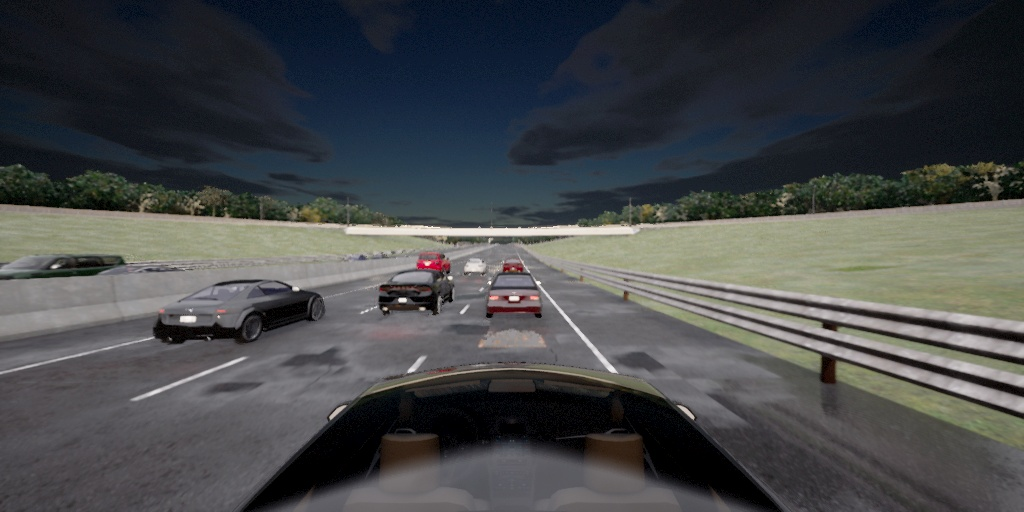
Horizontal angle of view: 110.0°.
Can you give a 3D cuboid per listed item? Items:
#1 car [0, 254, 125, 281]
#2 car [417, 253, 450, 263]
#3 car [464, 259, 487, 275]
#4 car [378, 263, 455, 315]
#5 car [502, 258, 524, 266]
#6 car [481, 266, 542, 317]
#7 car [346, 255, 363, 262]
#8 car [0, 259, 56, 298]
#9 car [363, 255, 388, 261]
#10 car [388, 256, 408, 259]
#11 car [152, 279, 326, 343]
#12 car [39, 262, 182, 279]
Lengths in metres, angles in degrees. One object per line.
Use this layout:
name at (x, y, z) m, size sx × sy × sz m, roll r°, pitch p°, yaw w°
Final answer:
car at (-21.095, 0.930, 16.550) m, size 2.150 × 2.045 × 5.566 m, roll 0°, pitch 0°, yaw 0°
car at (-6.891, 0.725, 31.794) m, size 2.150 × 2.045 × 5.566 m, roll 0°, pitch 1°, yaw 0°
car at (-3.390, 0.992, 33.840) m, size 1.812 × 1.442 × 4.674 m, roll 0°, pitch 1°, yaw 0°
car at (-3.397, 1.206, 13.619) m, size 1.882 × 1.535 × 5.008 m, roll 0°, pitch 0°, yaw 0°
car at (0.109, 0.936, 34.286) m, size 1.882 × 1.535 × 5.008 m, roll 0°, pitch 1°, yaw 0°
car at (0.079, 1.279, 13.066) m, size 2.033 × 1.411 × 5.357 m, roll 0°, pitch 0°, yaw 0°
car at (-24.533, 0.520, 56.828) m, size 1.812 × 1.442 × 4.674 m, roll 0°, pitch 2°, yaw 1°
car at (-24.595, 1.062, 16.228) m, size 2.097 × 1.767 × 4.553 m, roll 0°, pitch 0°, yaw 0°
car at (-21.026, 0.541, 56.840) m, size 2.033 × 1.411 × 5.357 m, roll 0°, pitch 2°, yaw 1°
car at (-17.535, 0.594, 56.844) m, size 1.895 × 1.301 × 4.718 m, roll 0°, pitch 2°, yaw 1°
car at (-6.902, 1.311, 9.649) m, size 1.994 × 1.385 × 4.181 m, roll 0°, pitch 0°, yaw 0°
car at (-17.595, 1.198, 16.664) m, size 2.128 × 1.511 × 4.902 m, roll 0°, pitch 0°, yaw 0°
